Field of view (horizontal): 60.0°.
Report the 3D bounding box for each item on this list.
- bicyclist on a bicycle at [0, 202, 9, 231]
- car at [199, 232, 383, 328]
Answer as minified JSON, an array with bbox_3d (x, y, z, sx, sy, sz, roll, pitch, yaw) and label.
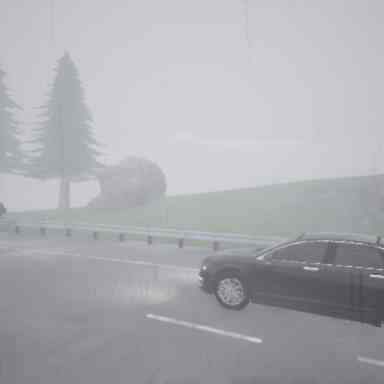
[{"bbox_3d":[-9.889,1.148,16.936,0.582,1.620,1.656,1,-12,17],"label":"bicyclist on a bicycle"},{"bbox_3d":[2.468,1.519,6.279,4.892,1.490,1.837,1,-1,31],"label":"car"}]
